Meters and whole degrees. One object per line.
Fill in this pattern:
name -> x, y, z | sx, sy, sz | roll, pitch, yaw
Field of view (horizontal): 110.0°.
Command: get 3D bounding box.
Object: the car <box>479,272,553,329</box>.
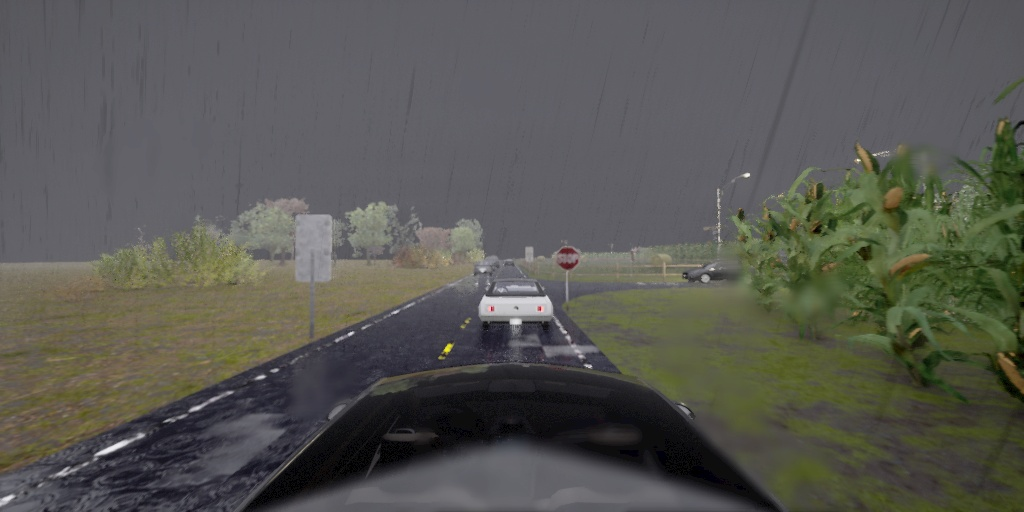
car -> 0.098, 1.349, 11.163 | 1.895, 1.301, 4.718 | 0, 0, 0

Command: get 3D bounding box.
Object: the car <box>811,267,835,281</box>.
car -> 24.219, 1.069, 25.045 | 5.357, 1.411, 2.033 | -1, -1, -1

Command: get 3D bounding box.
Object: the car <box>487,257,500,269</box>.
car -> -3.094, 1.252, 47.305 | 2.128, 1.511, 4.902 | 0, 0, -1

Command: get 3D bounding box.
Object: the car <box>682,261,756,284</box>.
car -> 14.389, 1.122, 24.895 | 4.892, 1.490, 1.837 | -1, -1, -1

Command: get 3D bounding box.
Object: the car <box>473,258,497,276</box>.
car -> -2.950, 1.244, 37.367 | 2.128, 1.511, 4.902 | 0, 0, -2
